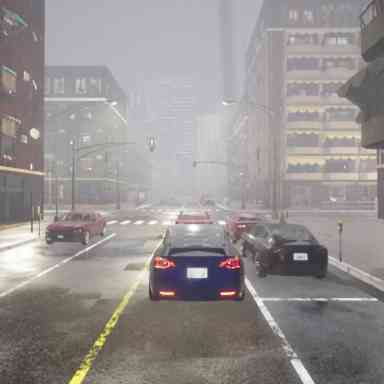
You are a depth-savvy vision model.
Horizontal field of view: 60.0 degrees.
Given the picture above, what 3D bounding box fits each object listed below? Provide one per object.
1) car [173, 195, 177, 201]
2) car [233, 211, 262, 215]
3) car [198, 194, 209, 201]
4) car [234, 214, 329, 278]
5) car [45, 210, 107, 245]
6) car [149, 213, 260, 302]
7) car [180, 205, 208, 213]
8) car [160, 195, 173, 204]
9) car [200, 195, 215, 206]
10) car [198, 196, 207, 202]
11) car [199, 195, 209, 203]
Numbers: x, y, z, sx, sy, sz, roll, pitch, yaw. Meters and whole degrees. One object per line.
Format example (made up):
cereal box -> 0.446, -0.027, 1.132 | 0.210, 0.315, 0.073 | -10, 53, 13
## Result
car -> -5.316, 1.621, 87.810 | 1.887, 1.381, 4.507 | 1, 0, 0
car -> 2.572, 1.549, 15.628 | 1.887, 1.381, 4.507 | 1, 0, 0
car -> 2.602, 1.357, 63.630 | 2.192, 1.841, 5.009 | 1, 0, 0
car -> 2.572, 1.568, 9.957 | 1.947, 1.339, 4.313 | 1, 0, 0
car -> -5.275, 1.549, 15.599 | 1.887, 1.381, 4.507 | 1, 0, 0
car -> 0.100, 1.506, 8.340 | 2.163, 1.488, 4.792 | 0, 0, 0
car -> 0.093, 1.606, 18.063 | 1.895, 1.301, 4.718 | 0, 0, 0
car -> -5.330, 1.595, 65.052 | 2.008, 1.369, 4.403 | 1, 0, 0
car -> 2.698, 1.576, 53.684 | 1.887, 1.381, 4.507 | 1, 0, 0
car -> 2.565, 1.633, 82.132 | 1.947, 1.339, 4.313 | 1, 0, 0
car -> 2.567, 1.491, 70.753 | 1.967, 1.590, 4.097 | 1, 0, 0
